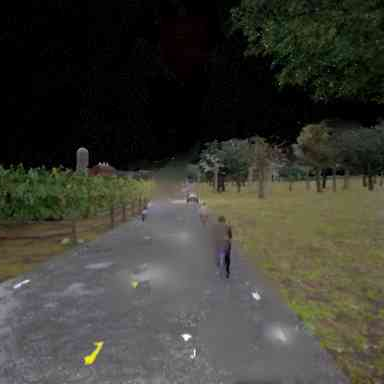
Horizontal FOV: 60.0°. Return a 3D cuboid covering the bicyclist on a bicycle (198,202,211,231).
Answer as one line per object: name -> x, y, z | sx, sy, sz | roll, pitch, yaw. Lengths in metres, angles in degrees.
bicyclist on a bicycle -> 0.724, 1.389, 19.167 | 0.866, 1.612, 1.509 | 0, 0, 0

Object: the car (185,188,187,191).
car -> -0.002, 0.496, 73.706 | 2.097, 1.767, 4.553 | 0, 1, 0

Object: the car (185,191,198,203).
car -> 0.098, 1.014, 56.697 | 1.812, 1.442, 4.674 | 0, 1, 0

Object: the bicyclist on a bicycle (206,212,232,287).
bicyclist on a bicycle -> 0.755, 1.432, 8.311 | 0.582, 1.620, 1.656 | 0, 0, 0

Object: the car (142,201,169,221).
car -> -2.850, 1.447, 26.588 | 1.812, 1.442, 4.674 | 0, 0, 0
